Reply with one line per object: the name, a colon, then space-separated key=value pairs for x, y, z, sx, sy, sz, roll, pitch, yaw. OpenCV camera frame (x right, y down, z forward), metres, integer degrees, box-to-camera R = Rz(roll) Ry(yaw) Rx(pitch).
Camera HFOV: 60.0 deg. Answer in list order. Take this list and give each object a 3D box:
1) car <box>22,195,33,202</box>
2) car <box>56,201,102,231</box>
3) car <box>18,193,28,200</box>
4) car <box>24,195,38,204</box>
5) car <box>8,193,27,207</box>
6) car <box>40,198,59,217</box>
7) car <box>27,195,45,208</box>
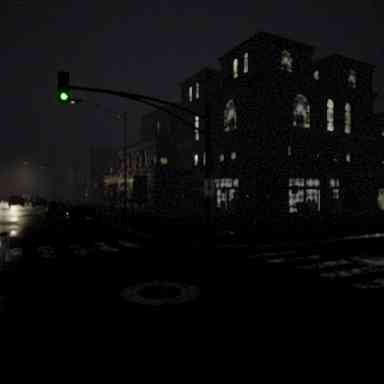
car: x=-33.783 y=1.238 z=68.137 sx=1.802 sy=1.307 sz=4.206 roll=0 pitch=0 yaw=-29
car: x=-6.673 y=1.473 z=20.032 sx=1.947 sy=1.339 sz=4.313 roll=0 pitch=0 yaw=-29
car: x=-41.915 y=1.028 z=82.568 sx=1.967 sy=1.590 sz=4.097 roll=0 pitch=0 yaw=-29
car: x=-28.361 y=1.255 z=58.516 sx=2.008 sy=1.369 sz=4.403 roll=0 pitch=0 yaw=-29
car: x=-24.749 y=1.231 z=46.823 sx=1.882 sy=1.535 sz=5.008 roll=0 pitch=0 yaw=-29
car: x=-12.095 y=1.437 z=29.652 sx=1.802 sy=1.307 sz=4.206 roll=0 pitch=0 yaw=-29
car: x=-20.228 y=1.330 z=44.085 sx=2.008 sy=1.369 sz=4.403 roll=0 pitch=0 yaw=-29
